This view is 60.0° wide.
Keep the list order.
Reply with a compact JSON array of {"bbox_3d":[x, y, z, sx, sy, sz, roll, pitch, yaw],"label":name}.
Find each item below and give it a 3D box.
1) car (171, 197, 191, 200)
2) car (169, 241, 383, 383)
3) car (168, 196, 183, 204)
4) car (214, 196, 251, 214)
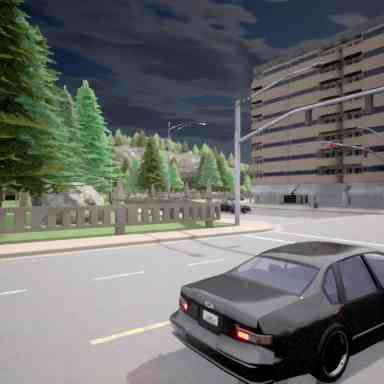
[{"bbox_3d":[-0.997,1.437,44.158,2.128,1.511,4.902,0,0,-19],"label":"car"},{"bbox_3d":[2.273,1.547,5.410,5.357,1.411,2.033,0,0,-35],"label":"car"},{"bbox_3d":[-3.099,1.545,64.432,1.895,1.301,4.718,0,0,9],"label":"car"},{"bbox_3d":[3.799,1.492,34.770,2.033,1.411,5.357,0,0,-33],"label":"car"}]
